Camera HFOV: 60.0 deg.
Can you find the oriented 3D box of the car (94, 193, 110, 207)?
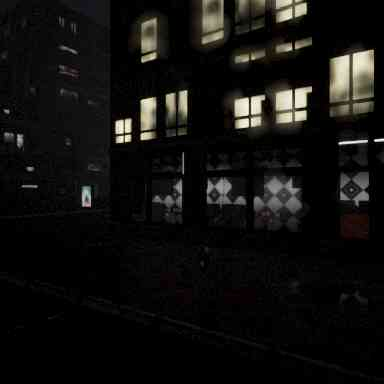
[{"bbox_3d":[-9.781,1.072,38.191,1.947,1.339,4.313,1,2,35],"label":"car"}]

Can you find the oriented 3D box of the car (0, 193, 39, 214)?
[{"bbox_3d":[-16.134,1.029,29.090,2.192,1.841,5.009,1,2,35],"label":"car"}]

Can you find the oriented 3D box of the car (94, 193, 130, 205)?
[{"bbox_3d":[-11.064,0.888,46.477,1.837,1.490,4.892,0,1,35],"label":"car"}]

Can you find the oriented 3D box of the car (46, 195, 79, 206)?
[{"bbox_3d":[-16.687,1.074,42.939,1.802,1.307,4.206,1,2,35],"label":"car"}]

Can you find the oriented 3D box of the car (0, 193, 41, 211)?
[{"bbox_3d":[-18.829,0.988,35.373,2.097,1.767,4.553,0,1,35],"label":"car"}]
